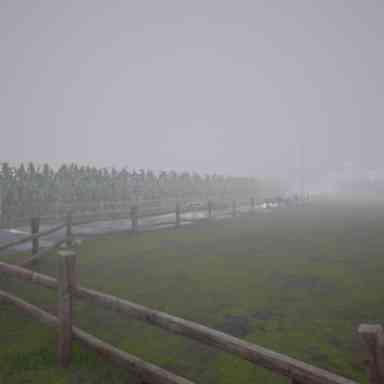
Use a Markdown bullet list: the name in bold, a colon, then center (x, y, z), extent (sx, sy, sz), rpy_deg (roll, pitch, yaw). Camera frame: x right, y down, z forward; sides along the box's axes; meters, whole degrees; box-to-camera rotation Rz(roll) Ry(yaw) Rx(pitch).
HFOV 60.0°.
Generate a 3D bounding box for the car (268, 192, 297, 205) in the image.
- **car**: center (12.465, 0.815, 45.500), extent (2.097, 1.767, 4.553), rpy_deg (1, 1, 30)

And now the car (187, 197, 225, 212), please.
- **car**: center (1.420, 1.216, 32.792), extent (1.895, 1.301, 4.718), rpy_deg (1, 1, 32)

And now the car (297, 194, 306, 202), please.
- **car**: center (17.249, 0.948, 54.070), extent (1.895, 1.301, 4.718), rpy_deg (1, 1, 29)

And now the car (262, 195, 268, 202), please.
- **car**: center (12.221, 0.946, 50.689), extent (1.994, 1.385, 4.181), rpy_deg (1, 1, 30)
